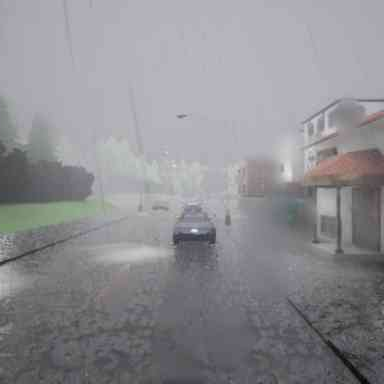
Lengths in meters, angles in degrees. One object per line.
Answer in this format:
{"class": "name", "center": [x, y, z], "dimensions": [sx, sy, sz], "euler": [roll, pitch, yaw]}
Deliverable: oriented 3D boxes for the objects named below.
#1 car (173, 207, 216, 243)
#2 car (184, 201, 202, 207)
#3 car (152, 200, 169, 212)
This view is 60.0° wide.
{"class": "car", "center": [0.107, 1.660, 16.518], "dimensions": [1.994, 1.385, 4.181], "euler": [0, 0, 0]}
{"class": "car", "center": [0.108, 1.741, 37.405], "dimensions": [1.812, 1.442, 4.674], "euler": [0, 0, 0]}
{"class": "car", "center": [-4.060, 1.801, 44.048], "dimensions": [2.033, 1.411, 5.357], "euler": [0, 0, 1]}
